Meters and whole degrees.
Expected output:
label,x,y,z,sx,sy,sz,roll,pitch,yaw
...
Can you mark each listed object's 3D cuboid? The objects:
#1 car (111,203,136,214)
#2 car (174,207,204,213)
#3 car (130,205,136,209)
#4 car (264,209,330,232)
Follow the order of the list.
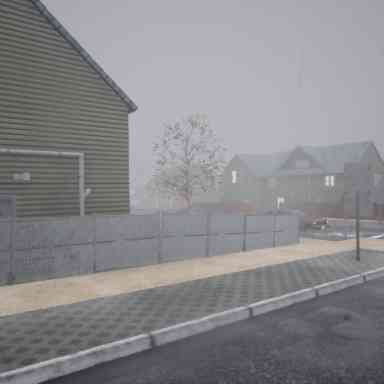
label,x,y,z,sx,sy,sz,roll,pitch,yaw
car,-10.766,2.567,51.997,1.882,1.535,5.008,-1,-1,-36
car,-0.056,2.164,32.036,1.994,1.385,4.181,-1,-1,-36
car,-8.446,2.505,43.756,1.994,1.385,4.181,-1,-1,-35
car,6.585,1.878,22.792,2.033,1.411,5.357,-1,-1,-36
